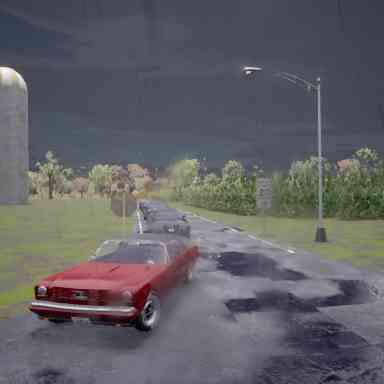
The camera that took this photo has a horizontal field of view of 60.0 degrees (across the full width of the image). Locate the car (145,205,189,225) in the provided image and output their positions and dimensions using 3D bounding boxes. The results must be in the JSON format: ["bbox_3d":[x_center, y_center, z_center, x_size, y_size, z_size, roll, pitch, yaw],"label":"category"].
[{"bbox_3d":[-1.315,1.648,17.793,1.994,1.385,4.181,-1,0,-10],"label":"car"}]

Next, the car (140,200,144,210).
[{"bbox_3d":[-3.361,1.700,29.864,1.994,1.385,4.181,-1,0,-10],"label":"car"}]

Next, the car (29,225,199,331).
[{"bbox_3d":[-1.205,1.653,7.197,1.895,1.301,4.718,0,0,13],"label":"car"}]

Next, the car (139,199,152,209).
[{"bbox_3d":[-4.390,1.709,35.731,2.033,1.411,5.357,-1,0,-10],"label":"car"}]

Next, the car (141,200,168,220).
[{"bbox_3d":[-2.259,1.600,23.440,2.128,1.511,4.902,-1,0,-10],"label":"car"}]

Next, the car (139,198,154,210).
[{"bbox_3d":[-6.650,1.694,48.172,1.882,1.535,5.008,-1,0,-10],"label":"car"}]

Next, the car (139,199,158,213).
[{"bbox_3d":[-5.534,1.681,42.085,2.128,1.511,4.902,-1,0,-10],"label":"car"}]
